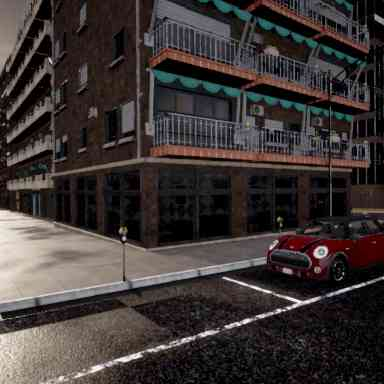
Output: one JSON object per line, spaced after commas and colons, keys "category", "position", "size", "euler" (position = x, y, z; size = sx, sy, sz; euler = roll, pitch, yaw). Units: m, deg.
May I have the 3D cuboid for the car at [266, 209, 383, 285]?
{"category": "car", "position": [3.987, 1.438, 9.431], "size": [4.097, 1.590, 1.967], "euler": [0, -1, -36]}
